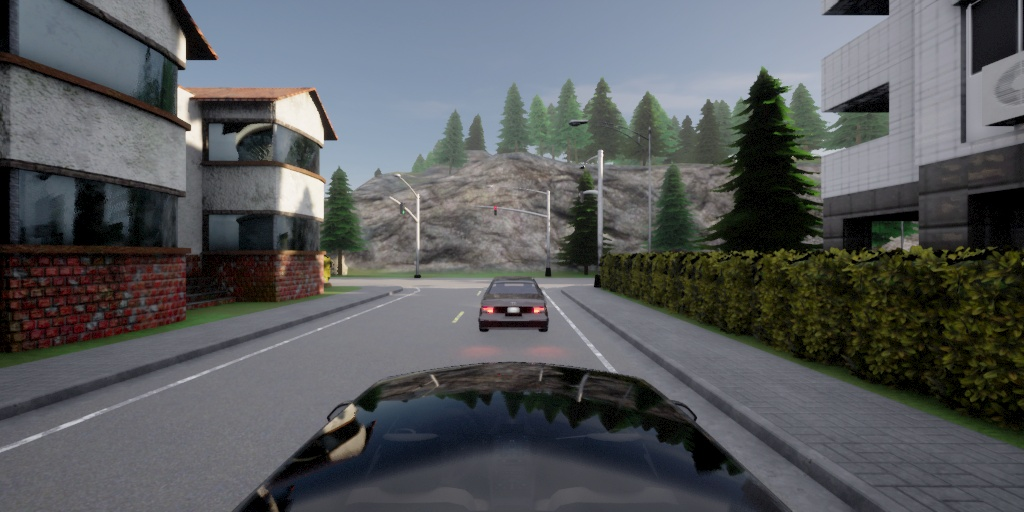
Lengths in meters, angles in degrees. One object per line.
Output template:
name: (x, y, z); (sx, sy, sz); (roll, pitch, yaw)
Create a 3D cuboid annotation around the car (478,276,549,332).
car: (0.055, 1.297, 10.810); (2.033, 1.411, 5.357); (0, 0, 1)
